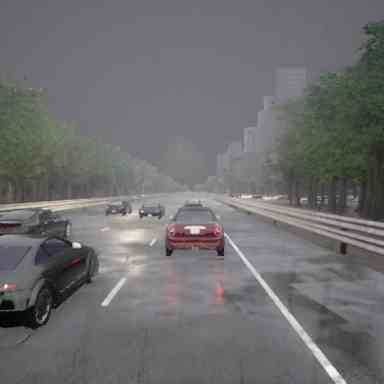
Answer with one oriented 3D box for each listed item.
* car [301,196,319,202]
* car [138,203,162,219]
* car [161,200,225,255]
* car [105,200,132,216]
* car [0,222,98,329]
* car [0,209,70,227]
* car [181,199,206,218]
[{"bbox_3d":[25.762,1.628,74.358,2.128,1.511,4.902,0,1,-43],"label":"car"},{"bbox_3d":[-3.392,1.580,28.997,1.895,1.301,4.718,0,0,0],"label":"car"},{"bbox_3d":[0.104,1.350,13.408,2.097,1.767,4.553,0,0,0],"label":"car"},{"bbox_3d":[-6.894,1.499,31.539,1.812,1.442,4.674,0,0,0],"label":"car"},{"bbox_3d":[-3.399,1.563,6.934,1.994,1.385,4.181,0,0,0],"label":"car"},{"bbox_3d":[-6.896,1.502,14.671,1.837,1.490,4.892,0,0,0],"label":"car"},{"bbox_3d":[0.108,1.468,30.487,2.128,1.511,4.902,0,0,0],"label":"car"}]
